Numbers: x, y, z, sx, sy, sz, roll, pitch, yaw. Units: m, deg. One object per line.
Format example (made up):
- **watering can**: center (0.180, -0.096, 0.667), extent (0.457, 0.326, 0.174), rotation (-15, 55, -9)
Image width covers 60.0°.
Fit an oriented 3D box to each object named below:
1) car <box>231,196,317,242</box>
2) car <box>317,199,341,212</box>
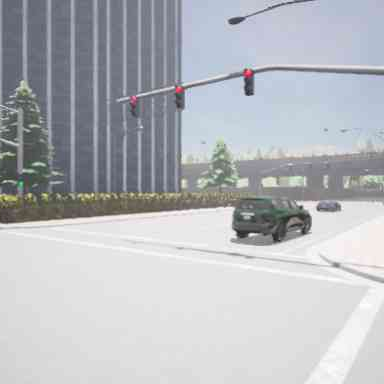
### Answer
- **car**: center (4.080, 1.210, 16.575), extent (2.150, 2.045, 5.566), rotation (0, 0, 39)
- **car**: center (15.741, 1.538, 38.293), extent (1.994, 1.385, 4.181), rotation (0, 0, 36)
